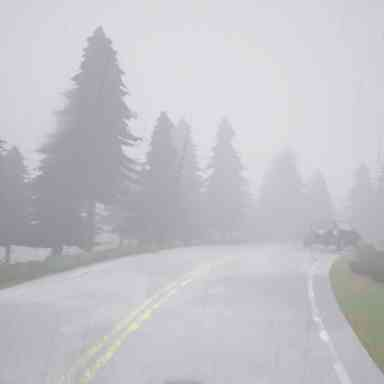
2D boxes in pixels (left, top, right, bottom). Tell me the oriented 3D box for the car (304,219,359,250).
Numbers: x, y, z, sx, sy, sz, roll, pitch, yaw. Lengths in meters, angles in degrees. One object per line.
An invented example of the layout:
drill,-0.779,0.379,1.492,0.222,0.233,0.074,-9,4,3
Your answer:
car,8.499,2.499,19.887,2.097,1.767,4.553,-2,-8,42
